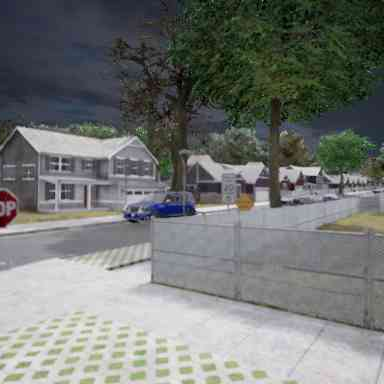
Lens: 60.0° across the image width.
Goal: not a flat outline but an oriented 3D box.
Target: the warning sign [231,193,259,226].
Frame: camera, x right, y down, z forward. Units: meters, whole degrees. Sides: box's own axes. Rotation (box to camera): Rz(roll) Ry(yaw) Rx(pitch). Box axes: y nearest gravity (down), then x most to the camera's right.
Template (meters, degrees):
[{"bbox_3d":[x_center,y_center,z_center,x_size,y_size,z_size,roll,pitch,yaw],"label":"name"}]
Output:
[{"bbox_3d":[3.186,0.993,19.946,1.300,1.860,1.060,1,0,35],"label":"warning sign"}]

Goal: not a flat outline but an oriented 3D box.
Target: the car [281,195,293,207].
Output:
[{"bbox_3d":[12.358,1.030,42.056,2.033,1.411,5.357,1,2,36],"label":"car"}]

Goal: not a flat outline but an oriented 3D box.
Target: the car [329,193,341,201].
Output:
[{"bbox_3d":[20.290,0.919,48.411,1.812,1.442,4.674,1,2,35],"label":"car"}]

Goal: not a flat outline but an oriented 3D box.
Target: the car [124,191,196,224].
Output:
[{"bbox_3d":[-1.913,1.005,22.018,2.150,2.045,5.566,1,1,35],"label":"car"}]

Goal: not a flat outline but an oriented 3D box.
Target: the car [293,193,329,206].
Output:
[{"bbox_3d":[14.310,1.040,39.913,2.128,1.511,4.902,1,2,36],"label":"car"}]
